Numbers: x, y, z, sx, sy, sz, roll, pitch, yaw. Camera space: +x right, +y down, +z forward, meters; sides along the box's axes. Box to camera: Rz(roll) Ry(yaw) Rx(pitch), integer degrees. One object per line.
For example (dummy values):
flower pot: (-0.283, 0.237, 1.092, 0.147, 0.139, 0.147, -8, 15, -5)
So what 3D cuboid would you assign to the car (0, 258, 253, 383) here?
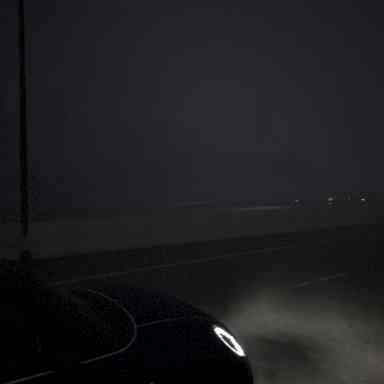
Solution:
car: (-1.656, 1.341, 2.490, 4.553, 1.767, 2.097, -1, 1, -35)
